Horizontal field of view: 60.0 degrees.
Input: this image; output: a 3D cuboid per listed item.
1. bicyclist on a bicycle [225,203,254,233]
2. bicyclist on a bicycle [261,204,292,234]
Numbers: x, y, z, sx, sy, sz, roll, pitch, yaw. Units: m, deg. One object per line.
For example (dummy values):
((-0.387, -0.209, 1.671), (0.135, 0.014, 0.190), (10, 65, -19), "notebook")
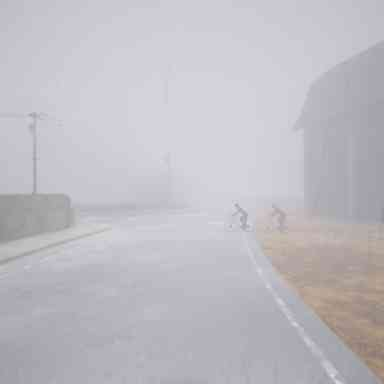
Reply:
((2.643, 1.469, 18.622), (1.656, 1.620, 0.582), (-1, 0, 9), "bicyclist on a bicycle")
((4.561, 1.458, 17.940), (1.656, 1.620, 0.582), (-1, 0, 9), "bicyclist on a bicycle")
